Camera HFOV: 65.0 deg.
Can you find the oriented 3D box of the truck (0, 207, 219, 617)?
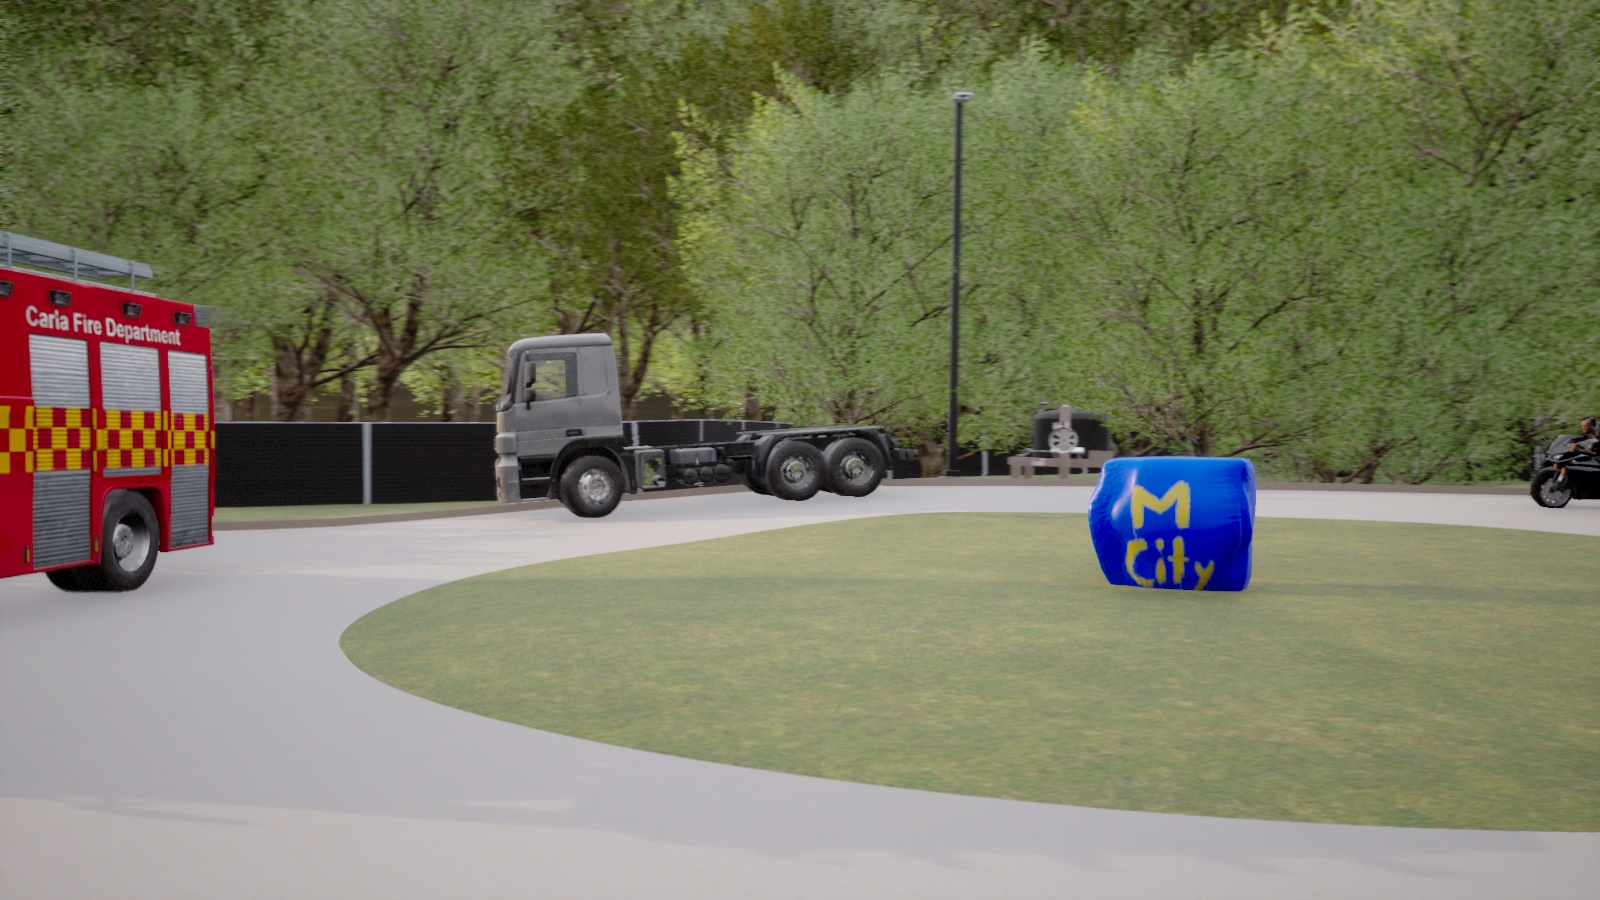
[{"bbox_3d":[-8.951,-0.364,11.407,2.891,3.827,8.468,1,1,4],"label":"truck"}]

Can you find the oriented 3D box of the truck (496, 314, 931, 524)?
[{"bbox_3d":[-1.759,-0.688,24.610,7.936,3.462,2.891,-3,2,-14],"label":"truck"}]

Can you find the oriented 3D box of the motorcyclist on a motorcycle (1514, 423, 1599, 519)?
[{"bbox_3d":[13.055,0.340,20.663,2.191,1.530,0.866,1,1,-11],"label":"motorcyclist on a motorcycle"}]
